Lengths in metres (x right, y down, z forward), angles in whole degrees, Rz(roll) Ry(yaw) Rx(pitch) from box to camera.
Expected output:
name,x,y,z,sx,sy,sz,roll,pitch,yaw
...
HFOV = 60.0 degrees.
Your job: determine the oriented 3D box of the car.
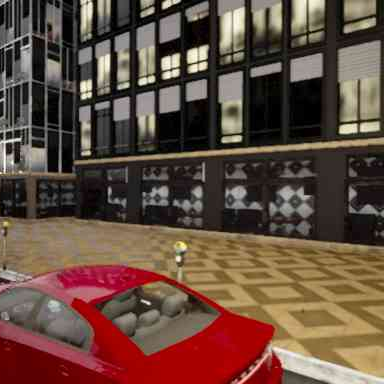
name,x,y,z,sx,sy,sz,roll,pitch,yaw
car,-1.287,1.525,3.793,4.507,1.381,1.887,0,0,36
